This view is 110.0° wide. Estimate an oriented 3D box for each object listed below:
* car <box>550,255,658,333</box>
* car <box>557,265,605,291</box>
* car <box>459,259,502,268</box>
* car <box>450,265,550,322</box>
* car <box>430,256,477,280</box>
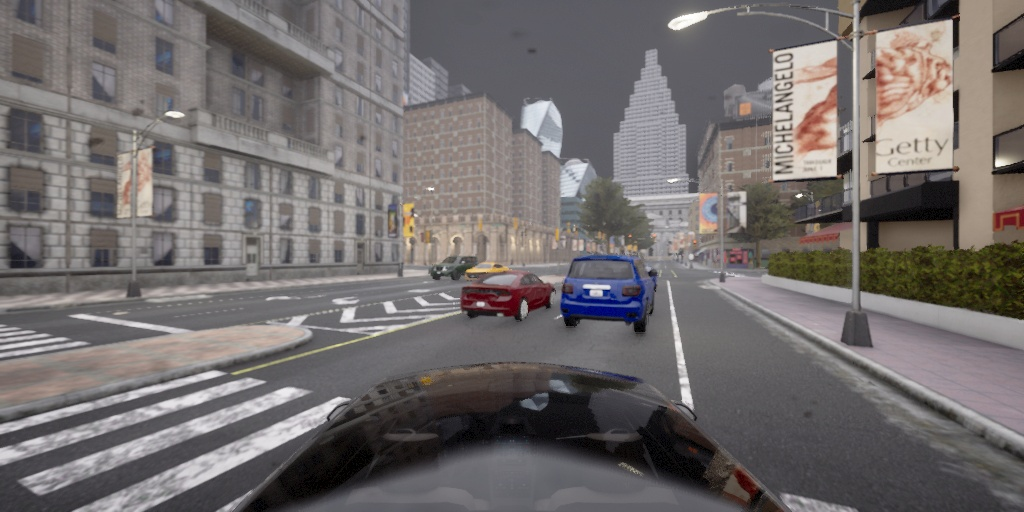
[{"bbox_3d":[3.158,0.989,11.141,2.150,2.045,5.566,0,0,24],"label":"car"},{"bbox_3d":[4.668,1.330,23.458,2.033,1.411,5.357,0,0,23],"label":"car"},{"bbox_3d":[-1.921,1.254,28.705,1.882,1.535,5.008,0,0,23],"label":"car"},{"bbox_3d":[0.068,1.240,12.654,1.882,1.535,5.008,0,0,23],"label":"car"},{"bbox_3d":[-4.737,0.992,31.007,2.150,2.045,5.566,0,0,23],"label":"car"}]
